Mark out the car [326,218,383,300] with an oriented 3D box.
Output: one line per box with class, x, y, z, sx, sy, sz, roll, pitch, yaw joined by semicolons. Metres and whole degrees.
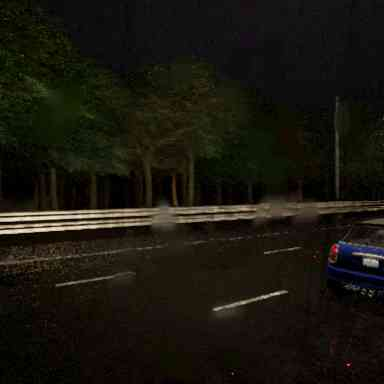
car;5.101;1.353;7.513;4.553;1.767;2.097;0;0;-36
